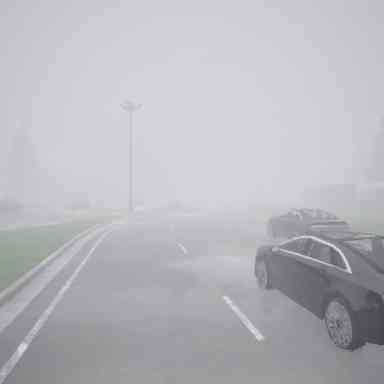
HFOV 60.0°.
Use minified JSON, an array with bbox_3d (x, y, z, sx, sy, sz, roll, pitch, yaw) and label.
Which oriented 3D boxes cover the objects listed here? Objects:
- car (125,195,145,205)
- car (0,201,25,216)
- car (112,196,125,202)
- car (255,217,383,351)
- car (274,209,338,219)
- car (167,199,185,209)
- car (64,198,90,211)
[{"bbox_3d":[-9.600,1.314,57.385,2.097,1.767,4.553,0,0,3],"label":"car"},{"bbox_3d":[-18.017,1.524,31.488,2.033,1.411,5.357,0,0,4],"label":"car"},{"bbox_3d":[-15.775,1.542,71.922,1.895,1.301,4.718,0,0,3],"label":"car"},{"bbox_3d":[2.738,1.488,6.280,2.128,1.511,4.902,0,0,-10],"label":"car"},{"bbox_3d":[4.876,1.483,14.638,2.128,1.511,4.902,0,0,-8],"label":"car"},{"bbox_3d":[-2.089,1.573,44.323,1.895,1.301,4.718,0,0,4],"label":"car"},{"bbox_3d":[-13.982,1.497,40.725,1.812,1.442,4.674,0,0,3],"label":"car"}]
